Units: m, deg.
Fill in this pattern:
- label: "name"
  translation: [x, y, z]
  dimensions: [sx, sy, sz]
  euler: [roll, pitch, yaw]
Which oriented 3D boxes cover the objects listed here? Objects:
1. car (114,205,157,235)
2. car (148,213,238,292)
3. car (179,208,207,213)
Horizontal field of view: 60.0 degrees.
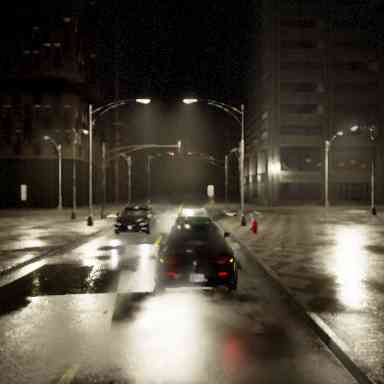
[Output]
- label: "car"
  translation: [-3.031, 1.497, 18.637]
  dimensions: [1.837, 1.490, 4.892]
  euler: [0, 0, 0]
- label: "car"
  translation: [0.085, 1.512, 8.810]
  dimensions: [1.812, 1.442, 4.674]
  euler: [0, 0, 0]
- label: "car"
  translation: [0.074, 1.568, 19.072]
  dimensions: [1.895, 1.301, 4.718]
  euler: [0, 0, 0]
